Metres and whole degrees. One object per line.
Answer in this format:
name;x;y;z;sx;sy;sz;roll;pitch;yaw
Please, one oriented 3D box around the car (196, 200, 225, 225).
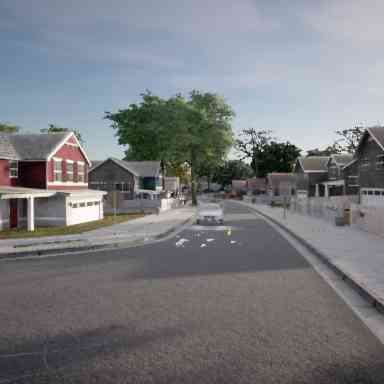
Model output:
car;1.420;1.559;24.459;1.812;1.442;4.674;0;0;7
